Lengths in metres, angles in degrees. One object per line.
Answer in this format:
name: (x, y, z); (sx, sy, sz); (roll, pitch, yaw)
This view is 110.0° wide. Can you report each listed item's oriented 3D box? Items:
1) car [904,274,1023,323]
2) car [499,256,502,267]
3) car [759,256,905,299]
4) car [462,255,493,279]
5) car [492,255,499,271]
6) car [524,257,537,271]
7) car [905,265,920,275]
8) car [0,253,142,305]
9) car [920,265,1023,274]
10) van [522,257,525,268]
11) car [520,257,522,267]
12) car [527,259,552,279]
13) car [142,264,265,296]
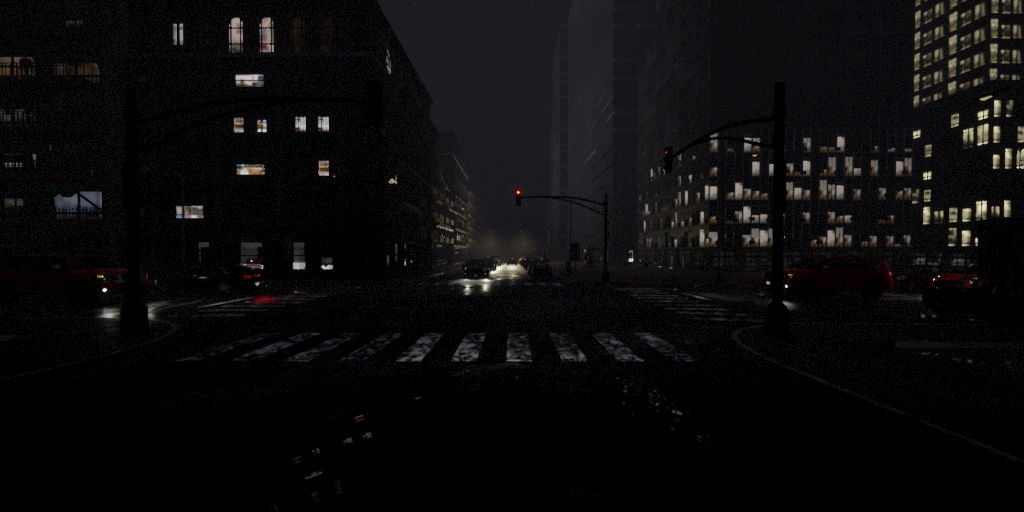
car: (16.708, 1.445, 12.159); (4.403, 1.370, 2.007); (0, 0, 1)
car: (-3.071, 0.899, 64.496); (2.150, 2.045, 5.566); (0, 0, 0)
car: (15.703, 1.019, 18.077); (5.566, 2.045, 2.150); (0, 1, 1)
car: (-3.107, 1.078, 32.542); (2.097, 1.767, 4.553); (0, 0, 0)
car: (-3.125, 1.057, 47.059); (2.097, 1.767, 4.553); (0, 0, 0)
car: (2.632, 1.158, 38.102); (1.967, 1.591, 4.097); (0, 0, 0)
car: (23.361, 1.230, 20.711); (4.097, 1.591, 1.967); (0, 0, 1)
car: (-18.849, 0.911, 15.324); (5.566, 2.045, 2.150); (0, 1, 1)
car: (24.095, 1.188, 17.967); (4.553, 1.767, 2.097); (0, 1, 1)
van: (2.625, 1.043, 49.394); (1.690, 1.789, 3.998); (0, 0, 0)
car: (2.621, 1.238, 55.040); (1.888, 1.381, 4.507); (0, 0, 0)
car: (2.636, 1.271, 32.457); (1.888, 1.381, 4.507); (0, 0, 0)
car: (-15.513, 1.157, 18.465); (4.892, 1.490, 1.837); (1, 2, 0)
